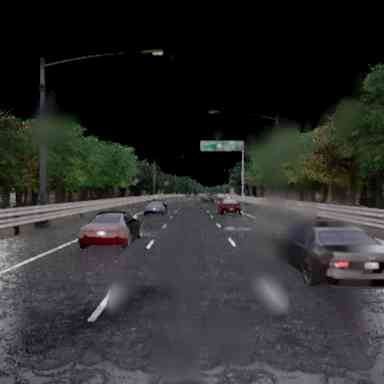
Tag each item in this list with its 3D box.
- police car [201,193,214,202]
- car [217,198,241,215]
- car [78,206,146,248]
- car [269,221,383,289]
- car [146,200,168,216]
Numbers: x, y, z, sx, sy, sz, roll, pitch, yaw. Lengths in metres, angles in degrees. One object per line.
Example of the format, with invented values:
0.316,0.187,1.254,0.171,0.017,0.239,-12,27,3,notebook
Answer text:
3.506,1.373,70.608,2.038,1.542,4.974,0,0,0,police car
3.604,1.385,32.768,1.882,1.535,5.008,0,0,0,car
-3.398,1.517,14.484,1.994,1.385,4.181,0,0,0,car
3.601,1.516,9.178,2.033,1.411,5.357,0,0,0,car
-3.397,1.473,31.898,1.994,1.385,4.181,0,0,0,car
